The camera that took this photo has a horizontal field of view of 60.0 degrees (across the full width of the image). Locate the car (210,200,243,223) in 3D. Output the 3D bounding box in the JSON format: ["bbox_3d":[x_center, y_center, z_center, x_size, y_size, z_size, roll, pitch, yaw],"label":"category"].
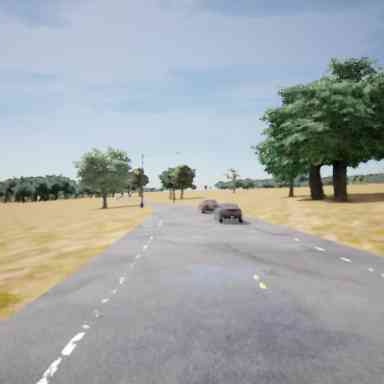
[{"bbox_3d":[2.851,1.616,26.834,1.837,1.490,4.892,0,0,-3],"label":"car"}]

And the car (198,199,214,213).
[{"bbox_3d":[1.962,1.631,40.389,2.097,1.767,4.553,0,-1,-5],"label":"car"}]
